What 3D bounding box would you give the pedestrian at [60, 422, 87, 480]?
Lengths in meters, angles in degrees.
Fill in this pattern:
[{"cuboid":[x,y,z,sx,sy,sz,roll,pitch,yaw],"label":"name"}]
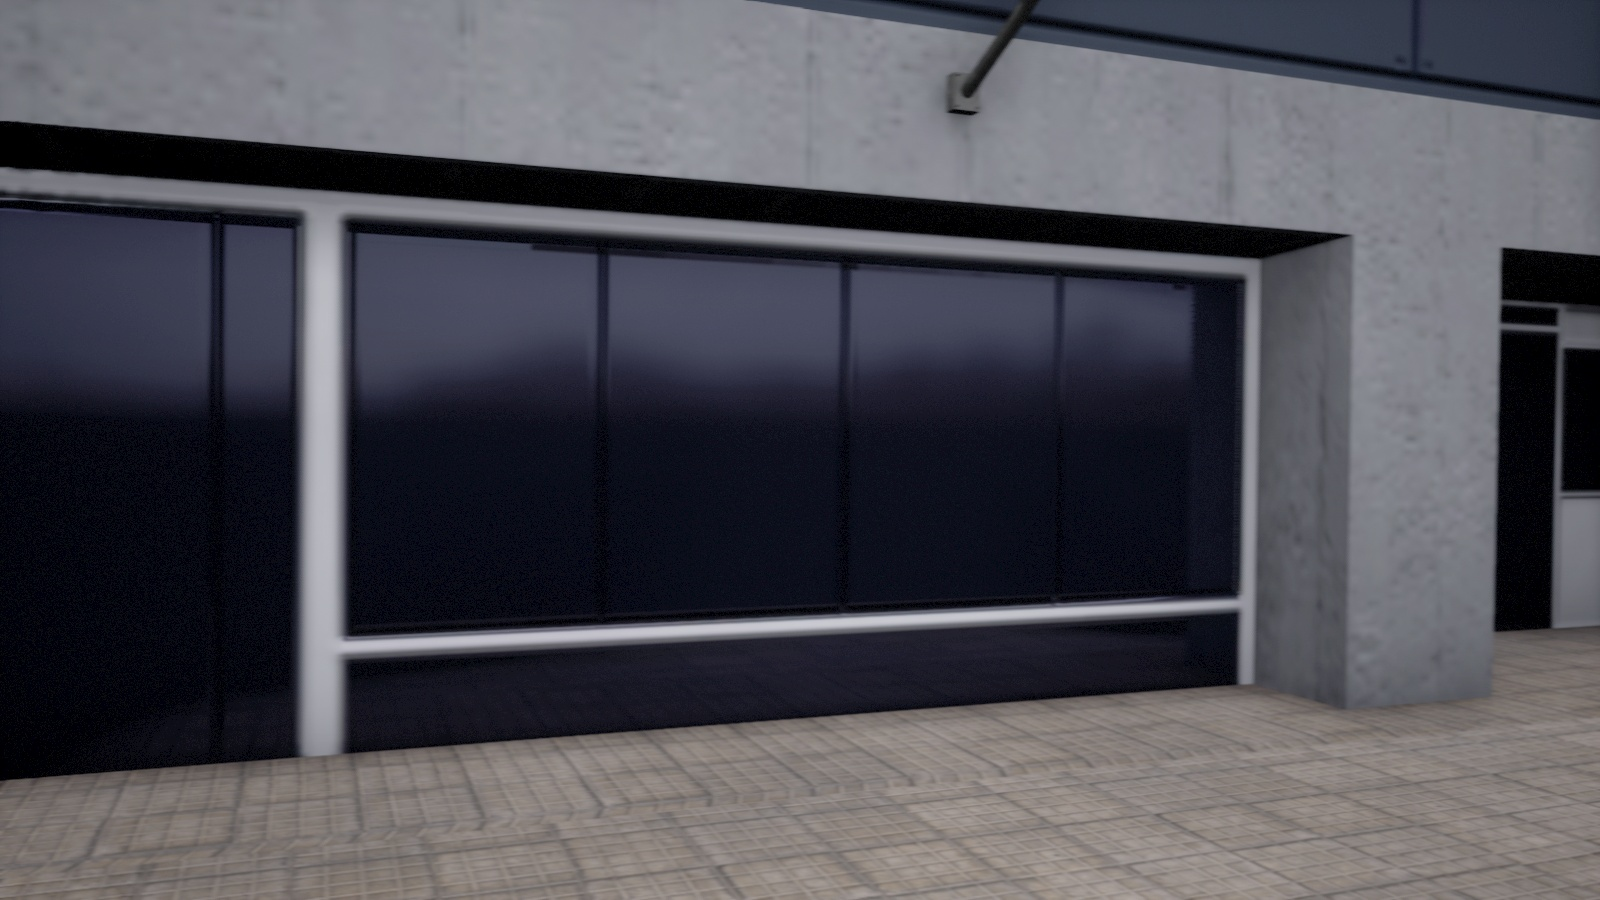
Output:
[{"cuboid":[-24.333,0.033,42.066,0.692,1.930,0.395,-1,1,-17],"label":"pedestrian"}]
